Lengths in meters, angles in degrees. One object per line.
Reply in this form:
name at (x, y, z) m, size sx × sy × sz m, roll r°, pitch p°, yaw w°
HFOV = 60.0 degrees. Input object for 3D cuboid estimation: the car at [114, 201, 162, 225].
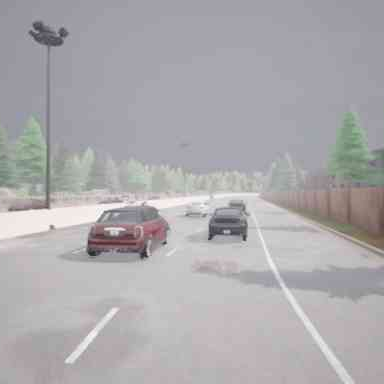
car at (-3.920, 1.486, 25.183) m, size 2.128 × 1.511 × 4.902 m, roll 0°, pitch 0°, yaw 9°

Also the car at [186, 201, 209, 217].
car at (0.606, 1.544, 31.447) m, size 1.812 × 1.442 × 4.674 m, roll 0°, pitch 0°, yaw 9°

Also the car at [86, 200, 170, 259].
car at (-2.238, 1.348, 12.869) m, size 2.097 × 1.767 × 4.553 m, roll 0°, pitch 0°, yaw 7°

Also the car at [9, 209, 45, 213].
car at (-16.829, 1.468, 34.321) m, size 1.812 × 1.442 × 4.674 m, roll 0°, pitch 0°, yaw 9°

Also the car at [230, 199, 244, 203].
car at (4.721, 1.543, 34.933) m, size 1.837 × 1.490 × 4.892 m, roll 0°, pitch 0°, yaw 9°

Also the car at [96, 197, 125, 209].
car at (-11.282, 1.520, 46.521) m, size 2.033 × 1.411 × 5.357 m, roll 0°, pitch 0°, yaw 10°

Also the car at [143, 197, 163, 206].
car at (-6.373, 1.506, 54.888) m, size 1.837 × 1.490 × 4.892 m, roll 0°, pitch -1°, yaw 9°

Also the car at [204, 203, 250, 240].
car at (1.903, 1.522, 17.127) m, size 1.837 × 1.490 × 4.892 m, roll 0°, pitch 0°, yaw 9°
